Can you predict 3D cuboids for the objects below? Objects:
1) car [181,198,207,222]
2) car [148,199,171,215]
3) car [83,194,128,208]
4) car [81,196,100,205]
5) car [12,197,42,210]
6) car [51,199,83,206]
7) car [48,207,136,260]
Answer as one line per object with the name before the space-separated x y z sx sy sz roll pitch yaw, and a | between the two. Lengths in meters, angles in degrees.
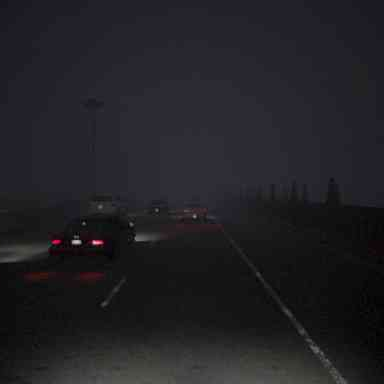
car | 0.178 1.467 25.390 1.812 1.442 4.674 0 0 0
car | -3.288 1.435 33.578 1.837 1.490 4.892 0 0 0
car | -6.809 1.155 27.456 2.150 2.045 5.566 0 0 0
car | -17.306 1.460 57.067 1.837 1.490 4.892 0 0 0
car | -20.912 1.392 42.288 1.882 1.535 5.008 0 0 1
car | -13.931 1.468 37.130 2.033 1.411 5.357 0 0 1
car | -3.362 1.510 12.218 2.033 1.411 5.357 0 0 0
